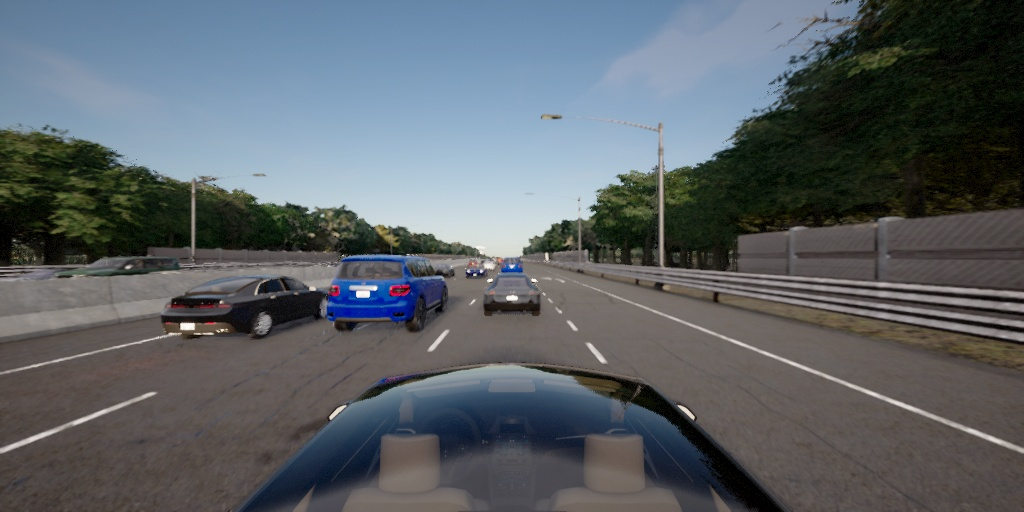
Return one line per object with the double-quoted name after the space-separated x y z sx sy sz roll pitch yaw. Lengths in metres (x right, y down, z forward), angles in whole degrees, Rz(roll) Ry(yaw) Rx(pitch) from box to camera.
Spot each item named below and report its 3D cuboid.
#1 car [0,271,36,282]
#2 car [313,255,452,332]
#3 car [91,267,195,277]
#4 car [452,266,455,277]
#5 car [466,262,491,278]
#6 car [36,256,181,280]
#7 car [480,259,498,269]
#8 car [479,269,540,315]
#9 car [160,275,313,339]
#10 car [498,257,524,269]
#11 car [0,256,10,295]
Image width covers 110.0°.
-24.584 1.370 19.495 2.033 1.411 5.357 0 0 0 "car"
-3.497 1.004 11.109 2.150 2.045 5.566 0 0 0 "car"
-17.589 1.416 18.229 1.895 1.301 4.718 0 0 0 "car"
-6.991 1.480 36.230 1.994 1.385 4.181 0 0 0 "car"
-3.491 1.517 36.249 1.895 1.301 4.718 0 0 0 "car"
-21.087 1.043 19.556 2.150 2.045 5.566 0 0 0 "car"
-3.488 1.535 54.301 1.812 1.442 4.674 0 0 0 "car"
0.003 1.357 13.740 1.994 1.385 4.181 0 0 0 "car"
-6.998 1.285 10.157 1.837 1.490 4.892 0 0 0 "car"
0.009 1.138 36.300 2.150 2.045 5.566 0 0 0 "car"
-28.092 1.030 16.500 2.150 2.045 5.566 0 0 0 "car"
